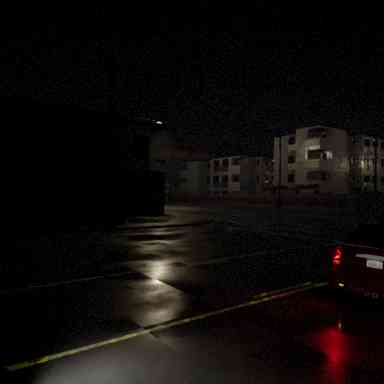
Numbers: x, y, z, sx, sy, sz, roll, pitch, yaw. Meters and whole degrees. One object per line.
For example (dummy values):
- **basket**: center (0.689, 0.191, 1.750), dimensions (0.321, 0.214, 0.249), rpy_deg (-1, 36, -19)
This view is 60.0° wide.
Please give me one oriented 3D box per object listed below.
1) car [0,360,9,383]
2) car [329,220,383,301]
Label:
- **car**: center (-3.415, 1.503, 1.310), dimensions (4.892, 1.490, 1.837), rpy_deg (0, 0, -36)
- **car**: center (5.153, 1.388, 7.460), dimensions (4.553, 1.767, 2.097), rpy_deg (0, 0, -35)
